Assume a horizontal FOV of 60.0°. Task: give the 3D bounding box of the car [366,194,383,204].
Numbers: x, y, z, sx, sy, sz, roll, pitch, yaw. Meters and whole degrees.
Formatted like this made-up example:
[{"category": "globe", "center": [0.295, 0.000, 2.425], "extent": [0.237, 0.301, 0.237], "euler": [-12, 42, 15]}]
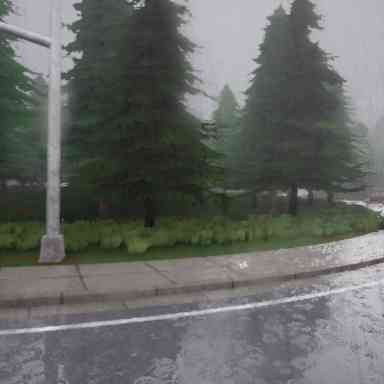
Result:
[{"category": "car", "center": [23.856, 0.728, 41.433], "extent": [1.882, 1.535, 5.008], "euler": [1, 2, -9]}]
